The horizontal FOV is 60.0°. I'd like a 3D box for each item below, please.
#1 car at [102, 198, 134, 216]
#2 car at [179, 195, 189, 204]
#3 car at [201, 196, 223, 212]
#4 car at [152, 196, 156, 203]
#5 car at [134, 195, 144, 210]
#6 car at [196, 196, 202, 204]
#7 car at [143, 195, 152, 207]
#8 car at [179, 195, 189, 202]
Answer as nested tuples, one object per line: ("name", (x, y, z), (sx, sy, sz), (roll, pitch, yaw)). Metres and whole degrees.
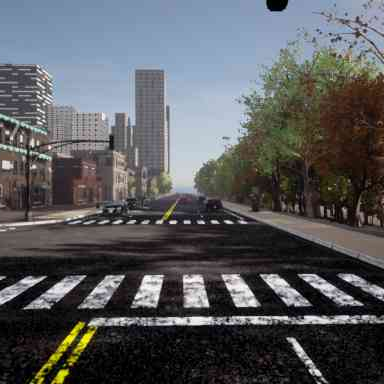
("car", (-7.380, 1.481, 32.474), (2.128, 1.511, 4.902), (0, 0, -1))
("car", (-1.527, 1.540, 62.760), (1.994, 1.385, 4.181), (0, 0, -1))
("car", (2.419, 1.465, 38.501), (1.882, 1.535, 5.008), (0, 0, -1))
("car", (-8.106, 1.468, 65.597), (2.128, 1.511, 4.902), (0, 0, -1))
("car", (-7.607, 1.490, 42.032), (1.837, 1.490, 4.892), (0, 0, -1))
("car", (1.815, 1.481, 63.267), (1.837, 1.490, 4.892), (0, 0, -1))
("car", (-7.843, 1.334, 51.727), (2.097, 1.767, 4.553), (0, 0, -1))
("car", (-1.771, 1.343, 72.760), (2.033, 1.411, 5.357), (0, 0, -1))
